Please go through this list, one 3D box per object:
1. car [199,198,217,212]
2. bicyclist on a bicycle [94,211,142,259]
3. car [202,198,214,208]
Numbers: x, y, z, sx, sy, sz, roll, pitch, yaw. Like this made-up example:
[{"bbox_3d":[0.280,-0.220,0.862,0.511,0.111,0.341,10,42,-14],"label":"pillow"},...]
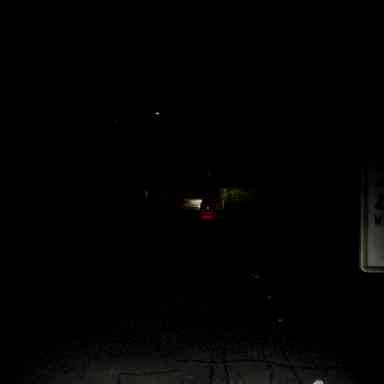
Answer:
[{"bbox_3d":[1.907,1.550,39.935,1.837,1.490,4.892,0,0,3],"label":"car"},{"bbox_3d":[-2.501,1.452,11.176,1.656,1.620,0.582,0,0,3],"label":"bicyclist on a bicycle"},{"bbox_3d":[2.375,1.606,49.931,1.812,1.442,4.674,0,0,3],"label":"car"}]
